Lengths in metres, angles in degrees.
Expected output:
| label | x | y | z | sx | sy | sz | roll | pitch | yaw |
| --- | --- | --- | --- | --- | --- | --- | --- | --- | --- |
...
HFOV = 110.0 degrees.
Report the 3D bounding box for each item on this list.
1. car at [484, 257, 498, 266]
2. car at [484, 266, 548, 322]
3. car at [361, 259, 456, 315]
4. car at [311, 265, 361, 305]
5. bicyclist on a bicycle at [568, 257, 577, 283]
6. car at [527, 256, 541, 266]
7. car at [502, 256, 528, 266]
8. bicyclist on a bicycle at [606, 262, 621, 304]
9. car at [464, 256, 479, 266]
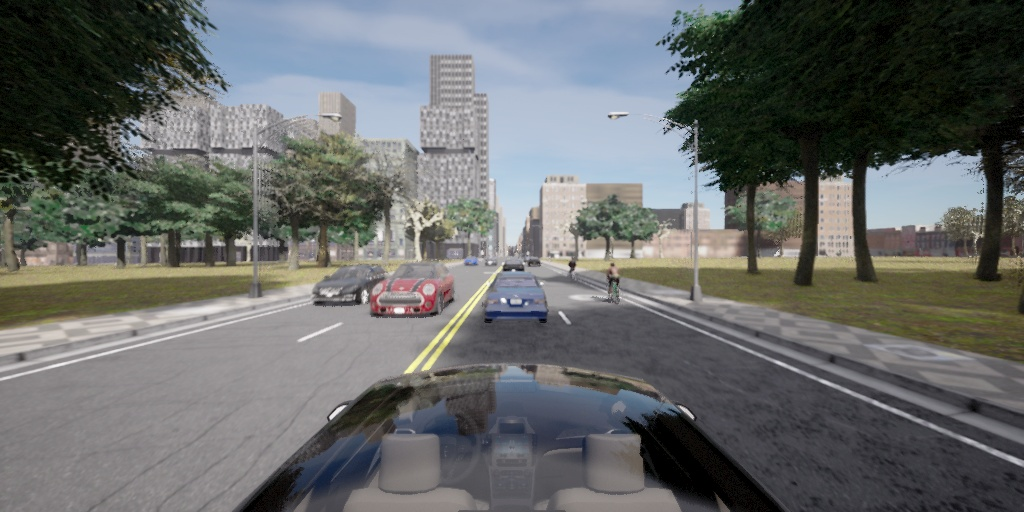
| label | x | y | z | sx | sy | sz | roll | pitch | yaw |
| --- | --- | --- | --- | --- | --- | --- | --- | --- | --- |
| car | -3.258 | 0.839 | 56.407 | 2.128 | 1.511 | 4.902 | 0 | 0 | 0 |
| car | 0.108 | 1.213 | 11.814 | 2.033 | 1.411 | 5.357 | 0 | 0 | 0 |
| car | -3.341 | 1.008 | 12.904 | 2.097 | 1.767 | 4.553 | 0 | 0 | 0 |
| car | -6.589 | 1.141 | 15.367 | 1.837 | 1.490 | 4.892 | 0 | 0 | 0 |
| bicyclist on a bicycle | 4.164 | 0.937 | 24.890 | 0.659 | 1.776 | 1.843 | 0 | 1 | 0 |
| car | 3.400 | 0.828 | 56.084 | 1.882 | 1.535 | 5.008 | 0 | 0 | 0 |
| car | 0.127 | 0.996 | 31.556 | 1.882 | 1.535 | 5.008 | 0 | 0 | 0 |
| bicyclist on a bicycle | 4.155 | 1.096 | 14.695 | 0.582 | 1.620 | 1.656 | 0 | 0 | 0 |
| car | -6.500 | 0.817 | 57.608 | 1.882 | 1.535 | 5.008 | 0 | 0 | 1 |
